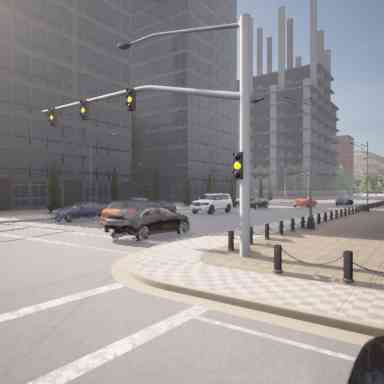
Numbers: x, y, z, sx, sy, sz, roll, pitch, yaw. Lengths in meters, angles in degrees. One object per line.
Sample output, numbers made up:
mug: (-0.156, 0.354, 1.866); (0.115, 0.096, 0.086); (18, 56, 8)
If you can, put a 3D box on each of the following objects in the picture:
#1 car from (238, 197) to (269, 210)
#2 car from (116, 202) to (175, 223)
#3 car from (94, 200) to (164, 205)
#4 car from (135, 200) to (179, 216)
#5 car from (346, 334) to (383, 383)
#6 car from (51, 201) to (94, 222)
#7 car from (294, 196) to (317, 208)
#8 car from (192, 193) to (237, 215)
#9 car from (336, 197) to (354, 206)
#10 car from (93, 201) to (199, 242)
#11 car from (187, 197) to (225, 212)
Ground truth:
car: (8.210, 1.422, 42.772); (1.882, 1.535, 5.008); (0, 0, 36)
car: (-3.599, 1.545, 26.404); (1.895, 1.301, 4.718); (0, 0, 36)
car: (-3.344, 1.296, 20.426); (2.097, 1.767, 4.553); (0, 0, 36)
car: (-3.389, 1.508, 32.682); (1.994, 1.385, 4.181); (0, 0, 36)
car: (3.036, 1.564, 1.803); (4.181, 1.385, 1.994); (0, 0, 36)
car: (-8.468, 1.470, 25.645); (1.812, 1.442, 4.674); (0, 0, 38)
car: (16.396, 1.296, 47.825); (2.097, 1.767, 4.553); (0, 0, 36)
car: (2.109, 1.166, 34.319); (2.150, 2.045, 5.566); (0, 0, 36)
car: (24.231, 1.492, 52.716); (2.033, 1.411, 5.357); (0, 0, 36)
car: (-2.040, 1.436, 16.249); (2.128, 1.511, 4.902); (0, 0, 36)
car: (1.751, 1.436, 39.809); (2.128, 1.511, 4.902); (0, 0, 36)
